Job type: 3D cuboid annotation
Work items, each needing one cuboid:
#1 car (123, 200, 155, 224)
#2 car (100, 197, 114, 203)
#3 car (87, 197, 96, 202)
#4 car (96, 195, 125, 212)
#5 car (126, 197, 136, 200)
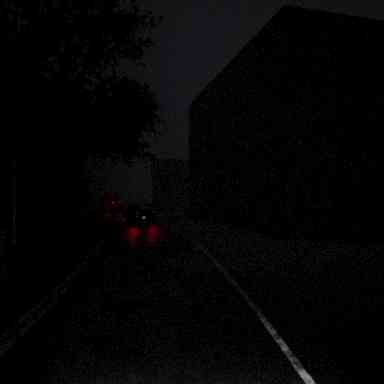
[{"bbox_3d":[-4.019,1.598,25.452,1.812,1.442,4.674,0,0,-17],"label":"car"},{"bbox_3d":[-23.120,2.203,90.195,2.163,1.488,4.792,5,-3,-34],"label":"car"},{"bbox_3d":[-25.383,2.010,88.583,2.163,1.488,4.792,5,-3,-34],"label":"car"},{"bbox_3d":[-10.326,1.375,41.853,2.150,2.045,5.566,0,0,-22],"label":"car"},{"bbox_3d":[-18.510,2.551,93.293,2.097,1.535,5.008,4,-3,-34],"label":"car"}]
